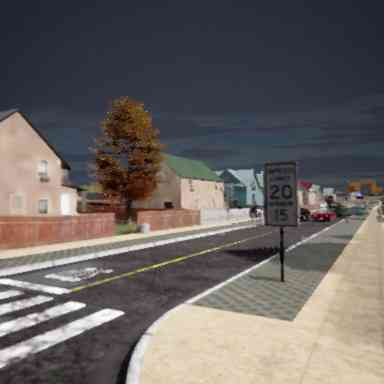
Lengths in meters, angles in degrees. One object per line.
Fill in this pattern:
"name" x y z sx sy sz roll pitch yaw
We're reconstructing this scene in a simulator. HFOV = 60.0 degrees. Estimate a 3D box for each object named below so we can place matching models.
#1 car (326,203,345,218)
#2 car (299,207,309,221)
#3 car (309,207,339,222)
"car" 20.256 2.533 47.093 2.150 2.045 5.566 -1 -2 29
"car" 12.564 2.580 39.055 1.882 1.535 5.008 -2 -3 30
"car" 14.866 2.630 37.349 1.895 1.301 4.718 -2 -2 30
